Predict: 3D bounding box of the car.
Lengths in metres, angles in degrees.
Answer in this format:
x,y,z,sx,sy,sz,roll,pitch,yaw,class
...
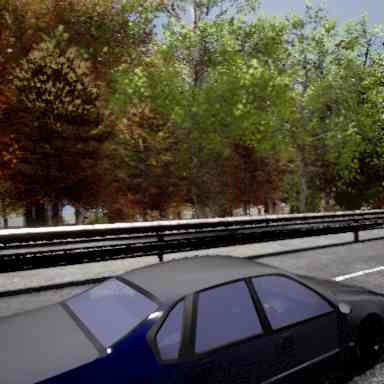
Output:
x,y,z,sx,sy,sz,roll,pitch,yaw,class
0.372,1.526,3.993,5.357,1.411,2.033,0,0,-34,car
